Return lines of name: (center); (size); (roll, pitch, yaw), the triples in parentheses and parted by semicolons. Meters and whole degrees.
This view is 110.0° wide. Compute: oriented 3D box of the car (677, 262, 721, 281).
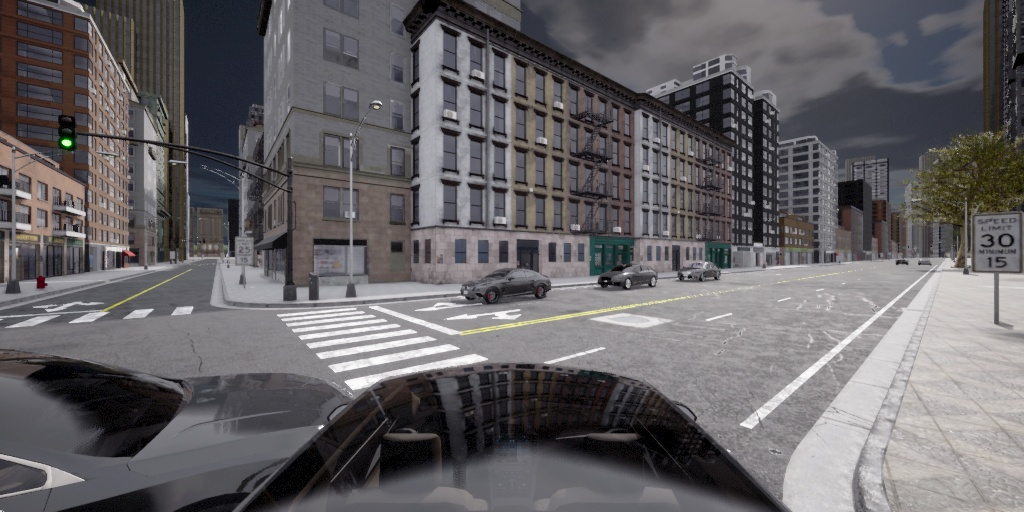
car: (15.438, 1.233, 29.481); (4.902, 1.511, 2.128); (0, 0, -39)

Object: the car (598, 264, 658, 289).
car: (7.478, 1.256, 22.950); (4.892, 1.490, 1.837); (0, 0, -39)

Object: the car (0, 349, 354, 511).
car: (-3.235, 1.257, 1.671); (4.892, 1.490, 1.837); (0, 0, -35)

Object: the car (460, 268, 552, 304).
car: (-0.166, 1.285, 16.667); (4.674, 1.442, 1.812); (0, 0, -39)
